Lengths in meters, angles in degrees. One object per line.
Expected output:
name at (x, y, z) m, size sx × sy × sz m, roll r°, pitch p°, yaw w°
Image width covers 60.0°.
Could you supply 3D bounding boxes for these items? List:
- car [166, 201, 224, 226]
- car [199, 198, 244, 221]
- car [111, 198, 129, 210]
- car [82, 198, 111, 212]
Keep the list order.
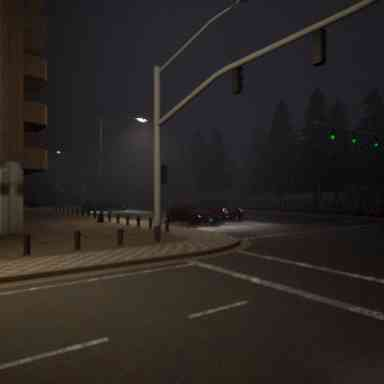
car at (-0.110, 1.580, 23.989) m, size 1.812 × 1.442 × 4.674 m, roll 0°, pitch 0°, yaw -36°
car at (2.060, 1.406, 26.936) m, size 2.097 × 1.767 × 4.553 m, roll 0°, pitch 0°, yaw -36°
car at (-9.939, 1.545, 43.661) m, size 2.128 × 1.511 × 4.902 m, roll 0°, pitch 0°, yaw -36°
car at (-11.825, 1.617, 40.283) m, size 1.994 × 1.385 × 4.181 m, roll 0°, pitch 0°, yaw -36°
